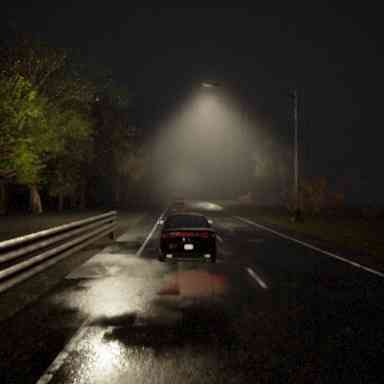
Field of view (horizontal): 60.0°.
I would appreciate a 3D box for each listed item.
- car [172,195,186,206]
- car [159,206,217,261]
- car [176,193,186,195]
[{"bbox_3d":[-2.055,1.609,51.491,2.128,1.511,4.902,0,0,-3],"label":"car"},{"bbox_3d":[-0.217,1.511,12.489,1.882,1.535,5.008,0,0,-3],"label":"car"},{"bbox_3d":[-2.919,1.506,69.821,2.097,1.767,4.553,0,0,-3],"label":"car"}]
